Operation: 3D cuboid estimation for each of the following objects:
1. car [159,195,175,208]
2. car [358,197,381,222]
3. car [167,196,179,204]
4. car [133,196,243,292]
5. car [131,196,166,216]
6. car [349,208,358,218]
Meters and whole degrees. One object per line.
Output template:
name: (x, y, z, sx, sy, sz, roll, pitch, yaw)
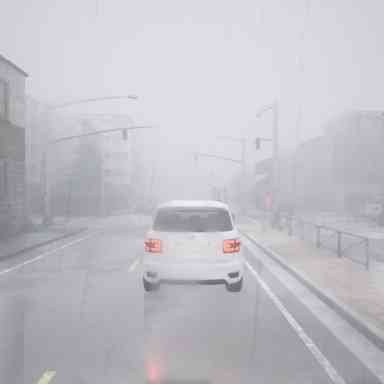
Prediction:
car: (-3.695, 1.354, 49.863, 2.097, 1.767, 4.553, 0, 0, 0)
car: (16.734, 1.398, 26.493, 5.566, 2.045, 2.150, 0, 0, -1)
car: (-3.663, 1.492, 65.747, 2.128, 1.511, 4.902, 0, 0, 0)
car: (0.035, 1.221, 9.080, 2.150, 2.045, 5.566, 0, 0, 1)
car: (-4.531, 1.414, 35.432, 2.097, 1.767, 4.553, 1, 3, 14)
car: (16.656, 1.740, 30.263, 4.181, 1.385, 1.994, 0, 0, 0)
